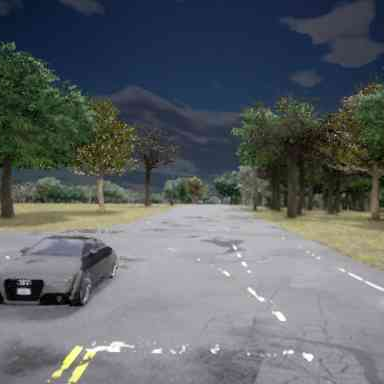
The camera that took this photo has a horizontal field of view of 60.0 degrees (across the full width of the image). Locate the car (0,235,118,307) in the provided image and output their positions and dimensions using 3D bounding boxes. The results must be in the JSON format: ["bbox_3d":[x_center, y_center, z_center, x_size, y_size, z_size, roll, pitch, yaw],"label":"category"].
[{"bbox_3d":[-3.312,1.858,8.654,1.994,1.385,4.181,1,-1,2],"label":"car"}]

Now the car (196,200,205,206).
[{"bbox_3d":[2.413,2.967,91.313,2.033,1.411,5.357,1,-1,10],"label":"car"}]
